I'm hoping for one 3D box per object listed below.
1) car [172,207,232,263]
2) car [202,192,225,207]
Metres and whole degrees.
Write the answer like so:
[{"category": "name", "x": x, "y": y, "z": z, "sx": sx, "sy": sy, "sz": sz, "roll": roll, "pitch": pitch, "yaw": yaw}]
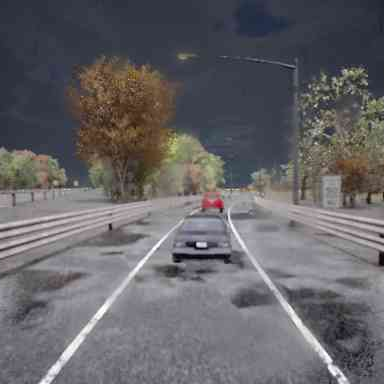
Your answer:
[{"category": "car", "x": 0.382, "y": 1.492, "z": 11.723, "sx": 2.033, "sy": 1.411, "sz": 5.357, "roll": 0, "pitch": 0, "yaw": 3}, {"category": "car", "x": 2.267, "y": 1.041, "z": 35.474, "sx": 2.150, "sy": 2.045, "sz": 5.566, "roll": 0, "pitch": 1, "yaw": 7}]
